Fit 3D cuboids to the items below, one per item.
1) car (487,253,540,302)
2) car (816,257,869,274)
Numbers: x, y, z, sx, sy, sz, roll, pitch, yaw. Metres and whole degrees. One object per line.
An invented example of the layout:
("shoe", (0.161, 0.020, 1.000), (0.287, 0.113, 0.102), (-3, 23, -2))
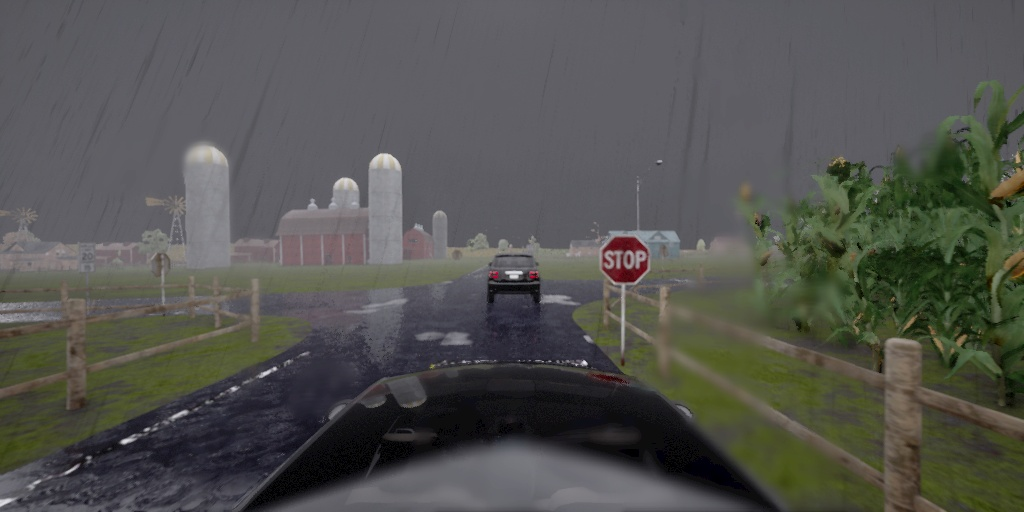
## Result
("car", (0.079, 0.881, 16.434), (2.150, 2.045, 5.566), (0, 0, 0))
("car", (24.356, 0.518, 26.218), (5.008, 1.535, 1.882), (-1, 2, -14))
